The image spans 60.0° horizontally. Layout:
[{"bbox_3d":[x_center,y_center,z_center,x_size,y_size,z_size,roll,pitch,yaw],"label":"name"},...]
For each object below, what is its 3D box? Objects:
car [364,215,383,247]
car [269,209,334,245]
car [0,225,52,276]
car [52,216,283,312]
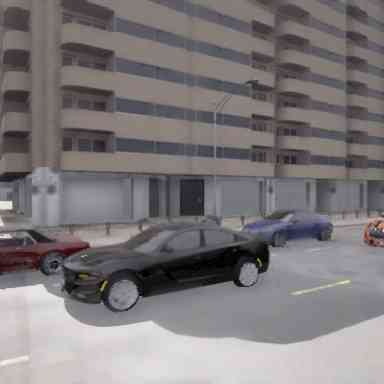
[{"bbox_3d":[9.164,1.349,13.672,4.553,1.767,2.097,0,0,-31],"label":"car"},{"bbox_3d":[4.356,1.523,14.856,4.674,1.442,1.812,0,0,-31],"label":"car"},{"bbox_3d":[-5.299,1.600,8.871,4.718,1.301,1.895,0,0,-32],"label":"car"},{"bbox_3d":[-0.393,1.477,7.815,5.008,1.535,1.882,0,0,-32],"label":"car"}]
